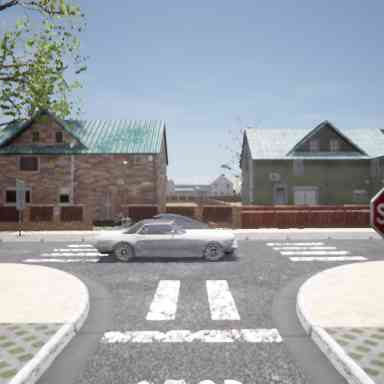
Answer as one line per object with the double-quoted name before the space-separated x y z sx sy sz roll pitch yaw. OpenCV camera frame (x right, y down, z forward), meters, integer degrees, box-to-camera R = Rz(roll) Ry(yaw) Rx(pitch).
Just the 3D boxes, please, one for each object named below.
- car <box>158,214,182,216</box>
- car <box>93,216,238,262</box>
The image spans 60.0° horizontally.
"car" -1.251 1.651 14.490 4.181 1.385 1.994 0 -1 1
"car" -0.824 1.626 11.532 4.718 1.301 1.895 0 -1 1
